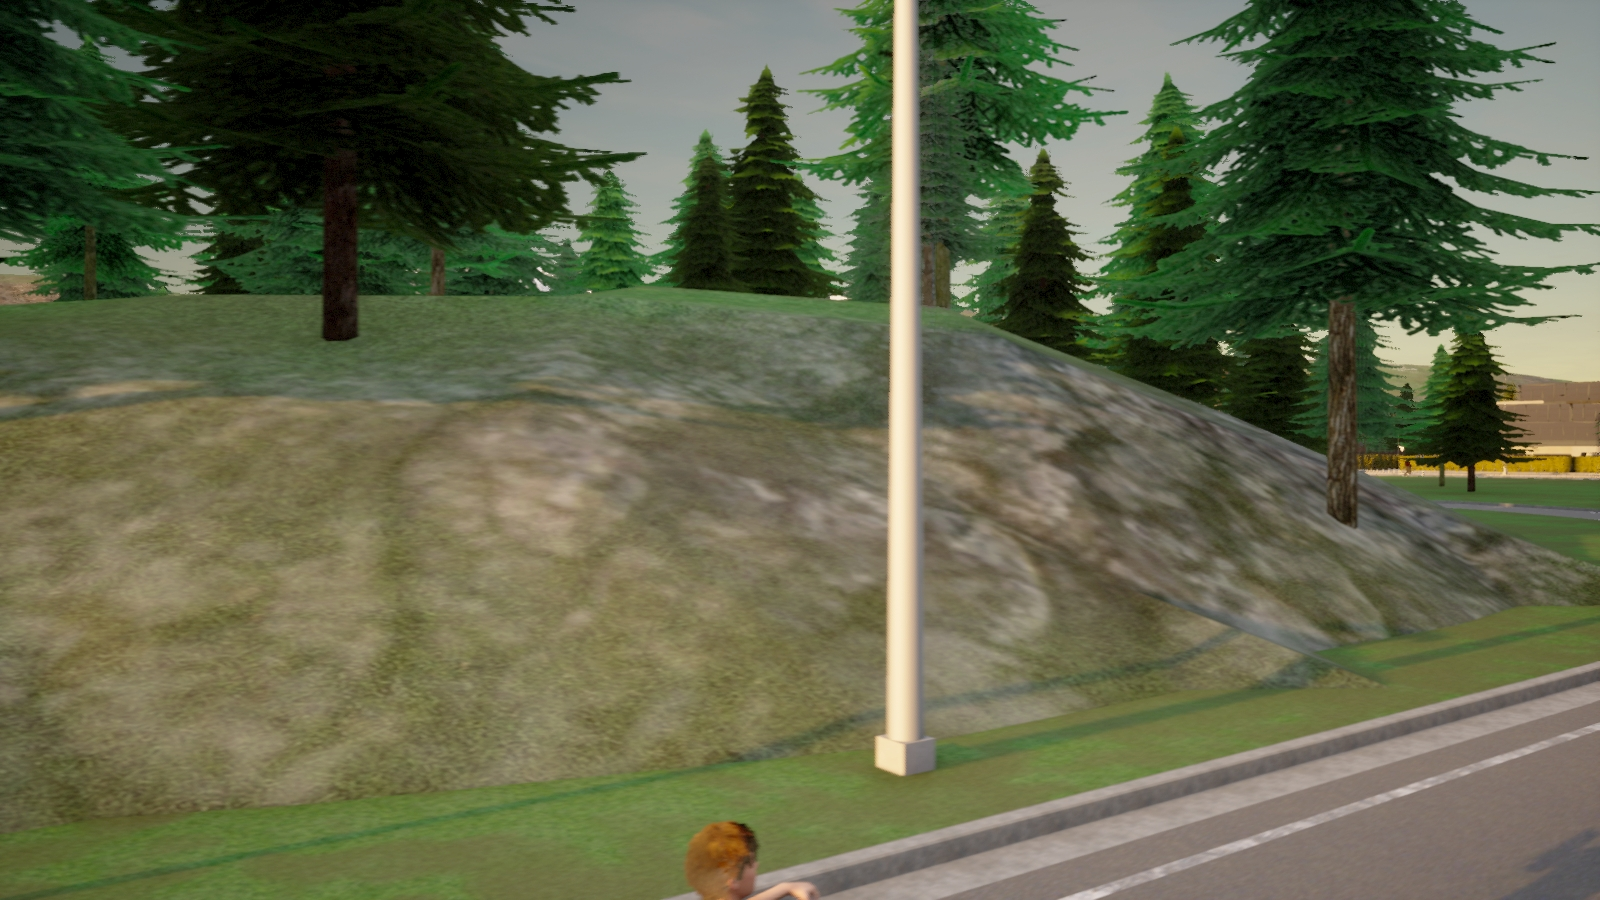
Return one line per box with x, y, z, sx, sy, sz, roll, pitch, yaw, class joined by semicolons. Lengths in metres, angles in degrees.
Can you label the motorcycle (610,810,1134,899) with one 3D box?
0.030;2.156;3.803;2.356;1.307;0.764;0;0;-35;motorcycle
